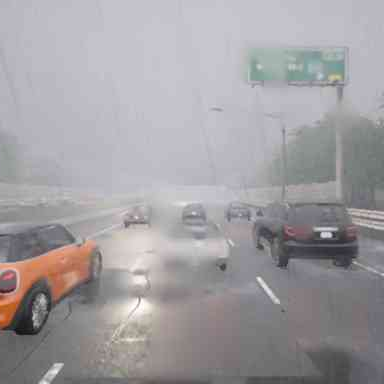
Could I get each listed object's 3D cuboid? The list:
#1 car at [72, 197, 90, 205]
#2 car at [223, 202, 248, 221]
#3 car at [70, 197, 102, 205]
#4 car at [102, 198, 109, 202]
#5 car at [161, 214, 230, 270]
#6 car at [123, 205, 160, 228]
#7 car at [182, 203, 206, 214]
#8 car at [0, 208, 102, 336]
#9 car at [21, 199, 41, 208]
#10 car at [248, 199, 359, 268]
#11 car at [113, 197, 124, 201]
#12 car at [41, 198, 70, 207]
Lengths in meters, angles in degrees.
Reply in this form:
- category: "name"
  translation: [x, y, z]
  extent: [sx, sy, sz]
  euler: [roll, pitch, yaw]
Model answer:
- category: "car"
  translation: [-20.603, 1.720, 61.998]
  extent: [1.994, 1.385, 4.181]
  euler: [0, 0, 1]
- category: "car"
  translation: [3.670, 1.568, 27.638]
  extent: [2.128, 1.511, 4.902]
  euler: [0, 0, 0]
- category: "car"
  translation: [-13.878, 1.464, 43.903]
  extent: [2.097, 1.767, 4.553]
  euler: [0, 0, 1]
- category: "car"
  translation: [-17.098, 1.759, 62.337]
  extent: [1.895, 1.301, 4.718]
  euler: [0, 0, 1]
- category: "car"
  translation: [0.099, 1.637, 11.133]
  extent: [1.895, 1.301, 4.718]
  euler: [0, 0, 0]
- category: "car"
  translation: [-3.377, 1.612, 22.853]
  extent: [2.033, 1.411, 5.357]
  euler: [0, 0, 1]
- category: "car"
  translation: [0.175, 1.641, 28.231]
  extent: [1.994, 1.385, 4.181]
  euler: [0, 0, 0]
- category: "car"
  translation: [-3.430, 1.376, 6.910]
  extent: [2.097, 1.767, 4.553]
  euler: [0, 0, 1]
- category: "car"
  translation: [-20.864, 1.662, 44.795]
  extent: [2.033, 1.411, 5.357]
  euler: [0, 0, 1]
- category: "car"
  translation: [3.603, 1.258, 11.569]
  extent: [2.150, 2.045, 5.566]
  euler: [0, 0, 0]
- category: "car"
  translation: [-13.595, 1.724, 62.640]
  extent: [1.994, 1.385, 4.181]
  euler: [0, 0, 1]
- category: "car"
  translation: [-17.382, 1.615, 43.572]
  extent: [1.837, 1.490, 4.892]
  euler: [0, 0, 1]
